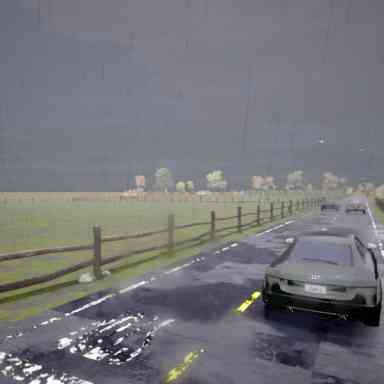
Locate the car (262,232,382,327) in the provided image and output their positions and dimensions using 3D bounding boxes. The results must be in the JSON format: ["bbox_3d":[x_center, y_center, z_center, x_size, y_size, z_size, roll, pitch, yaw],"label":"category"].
[{"bbox_3d":[2.944,1.561,7.248,1.994,1.385,4.181,0,0,27],"label":"car"}]

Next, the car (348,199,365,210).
[{"bbox_3d":[21.909,1.587,44.175,1.895,1.301,4.718,0,0,27],"label":"car"}]

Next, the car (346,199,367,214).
[{"bbox_3d":[17.433,1.535,35.337,2.033,1.411,5.357,0,0,27],"label":"car"}]

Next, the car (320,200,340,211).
[{"bbox_3d":[16.564,1.585,39.790,1.895,1.301,4.718,0,0,27],"label":"car"}]
